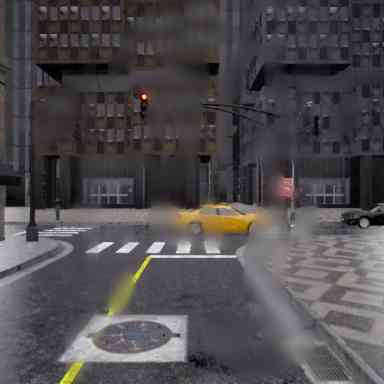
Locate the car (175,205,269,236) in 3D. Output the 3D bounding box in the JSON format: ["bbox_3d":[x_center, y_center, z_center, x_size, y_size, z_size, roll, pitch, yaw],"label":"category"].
[{"bbox_3d":[1.621,1.472,17.947,5.008,1.535,1.882,0,0,1],"label":"car"}]

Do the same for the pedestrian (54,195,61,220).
[{"bbox_3d":[-9.815,1.152,24.321,0.375,1.860,0.375,0,0,1],"label":"pedestrian"}]

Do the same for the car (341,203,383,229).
[{"bbox_3d":[12.056,1.458,21.021,5.008,1.535,1.882,0,0,1],"label":"car"}]
